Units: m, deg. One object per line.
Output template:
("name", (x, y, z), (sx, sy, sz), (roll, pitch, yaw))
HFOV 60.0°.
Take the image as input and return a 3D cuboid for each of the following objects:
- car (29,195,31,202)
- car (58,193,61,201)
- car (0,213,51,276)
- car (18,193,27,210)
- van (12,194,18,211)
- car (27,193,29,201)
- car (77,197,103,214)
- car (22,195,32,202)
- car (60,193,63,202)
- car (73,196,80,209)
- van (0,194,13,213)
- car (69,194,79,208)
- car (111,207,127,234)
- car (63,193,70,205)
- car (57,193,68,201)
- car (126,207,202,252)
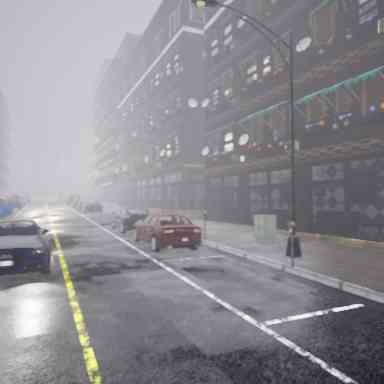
("car", (-28.716, 1.445, 55.917), (1.947, 1.339, 4.313), (2, -1, -24))
("car", (-28.318, 1.500, 74.215), (1.802, 1.307, 4.206), (2, -1, -24))
("car", (-5.265, 1.528, 9.824), (1.994, 1.385, 4.181), (0, 0, -24))
("car", (-21.924, 1.204, 40.778), (2.192, 1.841, 5.009), (2, -1, -24))
("van", (-17.402, 1.243, 30.684), (1.690, 1.788, 3.998), (2, -1, -24))
("car", (-24.185, 1.199, 45.825), (2.192, 1.841, 5.009), (2, -1, -24))
("car", (-10.191, 1.479, 33.849), (1.887, 1.381, 4.507), (2, -1, -24))
("car", (-37.762, 1.437, 76.104), (1.887, 1.381, 4.507), (2, -1, -24))
("car", (-23.791, 1.352, 64.121), (1.967, 1.590, 4.097), (2, -1, -24))
("car", (-12.452, 1.471, 38.895), (1.887, 1.381, 4.507), (2, -1, -24))
("van", (-15.139, 1.251, 25.636), (1.690, 1.788, 3.998), (2, -1, -24))
("car", (-14.705, 1.361, 43.947), (1.967, 1.590, 4.097), (2, -1, -24))
("car", (-3.407, 1.518, 18.707), (2.008, 1.369, 4.403), (2, -1, -24))
("car", (-19.263, 1.228, 54.026), (2.192, 1.841, 5.009), (2, -1, -24))
("car", (-32.836, 1.248, 84.313), (2.192, 1.841, 5.009), (2, -1, -24))
("car", (-1.144, 1.526, 13.659), (1.887, 1.381, 4.507), (2, -1, -24))
